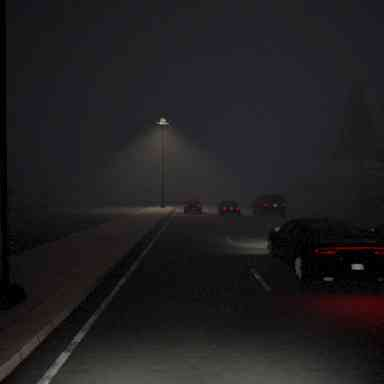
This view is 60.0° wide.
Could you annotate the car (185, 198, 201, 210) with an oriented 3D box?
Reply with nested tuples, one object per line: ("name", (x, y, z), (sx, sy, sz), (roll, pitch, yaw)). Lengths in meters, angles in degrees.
("car", (0.098, 1.564, 44.497), (1.994, 1.385, 4.181), (0, 0, 0))

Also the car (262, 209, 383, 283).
("car", (3.600, 1.477, 9.705), (1.882, 1.535, 5.008), (0, 0, 0))

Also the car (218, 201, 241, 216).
("car", (3.600, 1.547, 32.805), (2.033, 1.411, 5.357), (0, 0, 0))

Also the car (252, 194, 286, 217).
("car", (7.099, 1.223, 31.012), (2.150, 2.045, 5.566), (0, 0, 0))

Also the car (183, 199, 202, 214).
("car", (0.094, 1.526, 35.739), (1.812, 1.442, 4.674), (0, 0, 0))
